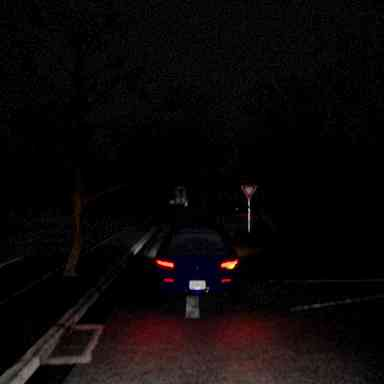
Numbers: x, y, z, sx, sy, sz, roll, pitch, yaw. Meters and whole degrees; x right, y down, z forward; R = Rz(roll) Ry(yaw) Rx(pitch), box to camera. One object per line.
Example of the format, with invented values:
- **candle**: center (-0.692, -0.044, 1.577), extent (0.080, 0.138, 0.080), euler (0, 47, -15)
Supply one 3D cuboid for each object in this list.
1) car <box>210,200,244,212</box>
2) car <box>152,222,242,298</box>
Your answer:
- **car**: center (3.774, 1.530, 37.008), extent (1.895, 1.301, 4.718), euler (1, -1, -25)
- **car**: center (0.104, 1.466, 8.220), extent (1.812, 1.442, 4.674), euler (0, 1, 0)
